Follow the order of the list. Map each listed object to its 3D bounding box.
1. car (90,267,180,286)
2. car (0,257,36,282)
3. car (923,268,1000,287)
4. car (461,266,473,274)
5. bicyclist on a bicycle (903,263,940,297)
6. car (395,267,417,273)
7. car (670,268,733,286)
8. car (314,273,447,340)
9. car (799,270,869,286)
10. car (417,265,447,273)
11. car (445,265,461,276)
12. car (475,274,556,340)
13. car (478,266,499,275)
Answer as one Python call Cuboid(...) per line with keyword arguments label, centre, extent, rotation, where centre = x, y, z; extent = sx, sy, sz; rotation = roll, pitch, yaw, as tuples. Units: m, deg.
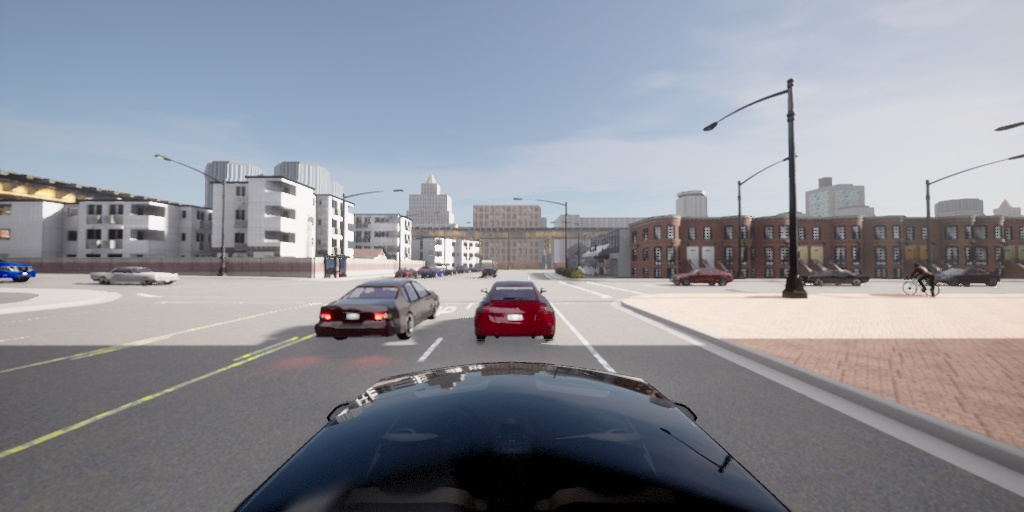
Cuboid(label="car", centre=(-27.205, 1.455, 25.999), extent=(4.718, 1.301, 1.895), rotation=(1, -1, -1))
Cuboid(label="car", centre=(-37.256, 0.821, 24.849), extent=(5.566, 2.045, 2.150), rotation=(2, -2, -13))
Cuboid(label="car", centre=(35.716, 1.670, 28.513), extent=(4.674, 1.442, 1.812), rotation=(0, -1, 1))
Cuboid(label="car", centre=(-9.011, 2.619, 64.578), extent=(1.895, 1.301, 4.718), rotation=(0, -1, 6))
Cuboid(label="bicyclist on a bicycle", centre=(20.353, 1.193, 17.873), extent=(0.582, 1.620, 1.656), rotation=(0, -2, 1))
Cuboid(label="car", centre=(-13.657, 2.147, 46.457), extent=(1.994, 1.385, 4.181), rotation=(0, -1, 2))
Cuboid(label="car", centre=(15.247, 1.683, 28.948), extent=(4.674, 1.442, 1.812), rotation=(0, -1, 1))
Cuboid(label="car", centre=(-3.423, 1.371, 10.199), extent=(2.033, 1.411, 5.357), rotation=(0, -1, 0))
Cuboid(label="car", centre=(25.430, 1.752, 28.740), extent=(4.718, 1.301, 1.895), rotation=(0, -1, 1))
Cuboid(label="car", centre=(-10.171, 2.172, 45.976), extent=(1.895, 1.301, 4.718), rotation=(0, -1, 3))
Cuboid(label="car", centre=(-9.706, 2.392, 55.132), extent=(1.895, 1.301, 4.718), rotation=(0, -1, 4))
Cuboid(label="car", centre=(0.058, 1.386, 10.179), extent=(1.994, 1.385, 4.181), rotation=(0, -1, 0))
Cuboid(label="car", centre=(-2.893, 2.115, 47.650), extent=(1.837, 1.490, 4.892), rotation=(0, -1, 3))
